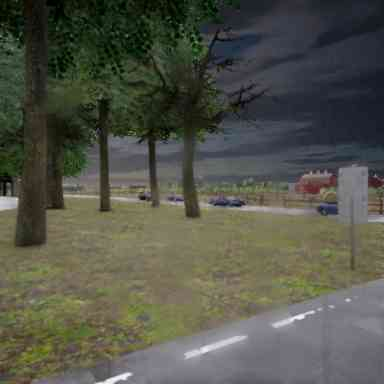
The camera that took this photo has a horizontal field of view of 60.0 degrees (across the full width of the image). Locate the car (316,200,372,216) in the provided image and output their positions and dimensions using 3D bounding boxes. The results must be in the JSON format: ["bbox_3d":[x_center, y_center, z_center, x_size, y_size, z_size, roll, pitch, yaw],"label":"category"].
[{"bbox_3d":[13.147,1.427,28.981,1.812,1.442,4.674,-1,1,-35],"label":"car"}]

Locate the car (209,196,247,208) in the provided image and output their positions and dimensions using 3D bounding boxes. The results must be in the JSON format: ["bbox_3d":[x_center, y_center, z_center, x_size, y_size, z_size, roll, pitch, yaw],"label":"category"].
[{"bbox_3d":[4.334,1.210,41.216,2.033,1.411,5.357,-1,1,-36],"label":"car"}]

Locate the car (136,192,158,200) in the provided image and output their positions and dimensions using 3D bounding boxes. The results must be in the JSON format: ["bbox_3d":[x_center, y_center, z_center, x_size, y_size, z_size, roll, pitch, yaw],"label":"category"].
[{"bbox_3d":[-8.742,0.778,64.206,2.128,1.511,4.902,-1,1,-36],"label":"car"}]

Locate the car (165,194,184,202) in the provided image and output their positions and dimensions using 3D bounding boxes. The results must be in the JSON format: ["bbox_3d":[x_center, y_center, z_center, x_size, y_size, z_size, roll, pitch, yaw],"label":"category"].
[{"bbox_3d":[-2.829,0.976,56.106,1.994,1.385,4.181,-1,1,-35],"label":"car"}]

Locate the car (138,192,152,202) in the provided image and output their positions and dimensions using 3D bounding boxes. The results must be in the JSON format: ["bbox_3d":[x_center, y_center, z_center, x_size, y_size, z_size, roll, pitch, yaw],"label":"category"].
[{"bbox_3d":[-7.584,0.741,57.899,2.097,1.767,4.553,-1,1,-36],"label":"car"}]
